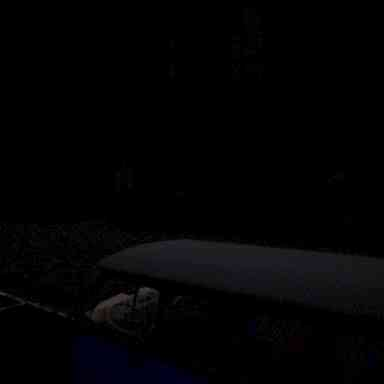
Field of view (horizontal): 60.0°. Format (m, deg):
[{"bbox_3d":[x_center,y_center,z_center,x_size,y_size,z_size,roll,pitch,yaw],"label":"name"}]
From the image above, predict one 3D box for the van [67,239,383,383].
[{"bbox_3d":[0.785,1.346,2.400,3.998,1.788,1.690,0,0,35],"label":"van"}]
